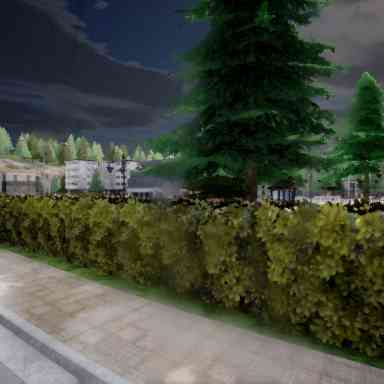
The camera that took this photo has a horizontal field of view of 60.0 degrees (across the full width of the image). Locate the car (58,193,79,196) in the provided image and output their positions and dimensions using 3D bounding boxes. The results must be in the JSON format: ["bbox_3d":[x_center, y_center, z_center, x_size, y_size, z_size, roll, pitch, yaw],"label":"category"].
[{"bbox_3d":[-28.384,1.154,79.464,2.152,1.636,5.027,0,0,43],"label":"car"}]

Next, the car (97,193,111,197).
[{"bbox_3d":[-16.705,1.097,68.962,1.932,1.855,4.605,0,0,43],"label":"car"}]

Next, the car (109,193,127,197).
[{"bbox_3d":[-10.580,1.384,52.743,1.970,1.475,3.806,0,0,43],"label":"car"}]

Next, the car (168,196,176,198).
[{"bbox_3d":[-3.312,1.374,56.078,1.845,1.501,3.633,0,0,43],"label":"car"}]

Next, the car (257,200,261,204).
[{"bbox_3d":[9.633,1.352,44.218,2.097,1.767,4.553,0,0,43],"label":"car"}]
